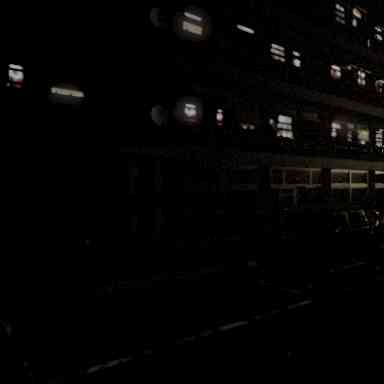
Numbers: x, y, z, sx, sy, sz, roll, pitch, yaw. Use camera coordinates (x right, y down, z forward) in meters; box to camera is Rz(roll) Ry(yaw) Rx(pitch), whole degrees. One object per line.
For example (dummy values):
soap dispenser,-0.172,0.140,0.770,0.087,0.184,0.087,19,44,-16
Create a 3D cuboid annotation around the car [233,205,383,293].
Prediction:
car,3.426,1.306,9.024,5.009,1.841,2.192,0,-1,-36
